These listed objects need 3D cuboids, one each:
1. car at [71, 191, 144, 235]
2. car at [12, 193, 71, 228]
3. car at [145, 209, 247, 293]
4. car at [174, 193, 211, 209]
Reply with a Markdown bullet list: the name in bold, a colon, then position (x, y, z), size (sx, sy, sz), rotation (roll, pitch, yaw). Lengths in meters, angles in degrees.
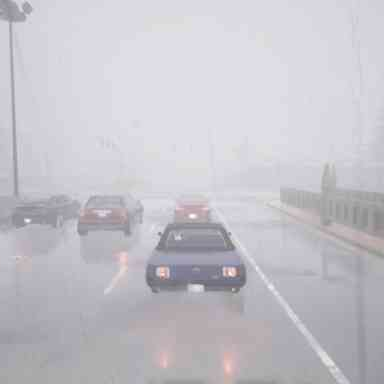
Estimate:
- **car**: position (-3.467, 0.760, 14.926), size (2.097, 1.767, 4.553), rotation (0, 4, 0)
- **car**: position (-6.975, 0.811, 16.516), size (1.837, 1.490, 4.892), rotation (0, 4, 0)
- **car**: position (0.068, 1.383, 8.287), size (1.895, 1.301, 4.718), rotation (0, 2, 0)
- **car**: position (0.022, 0.782, 17.356), size (1.812, 1.442, 4.674), rotation (0, 4, 0)
